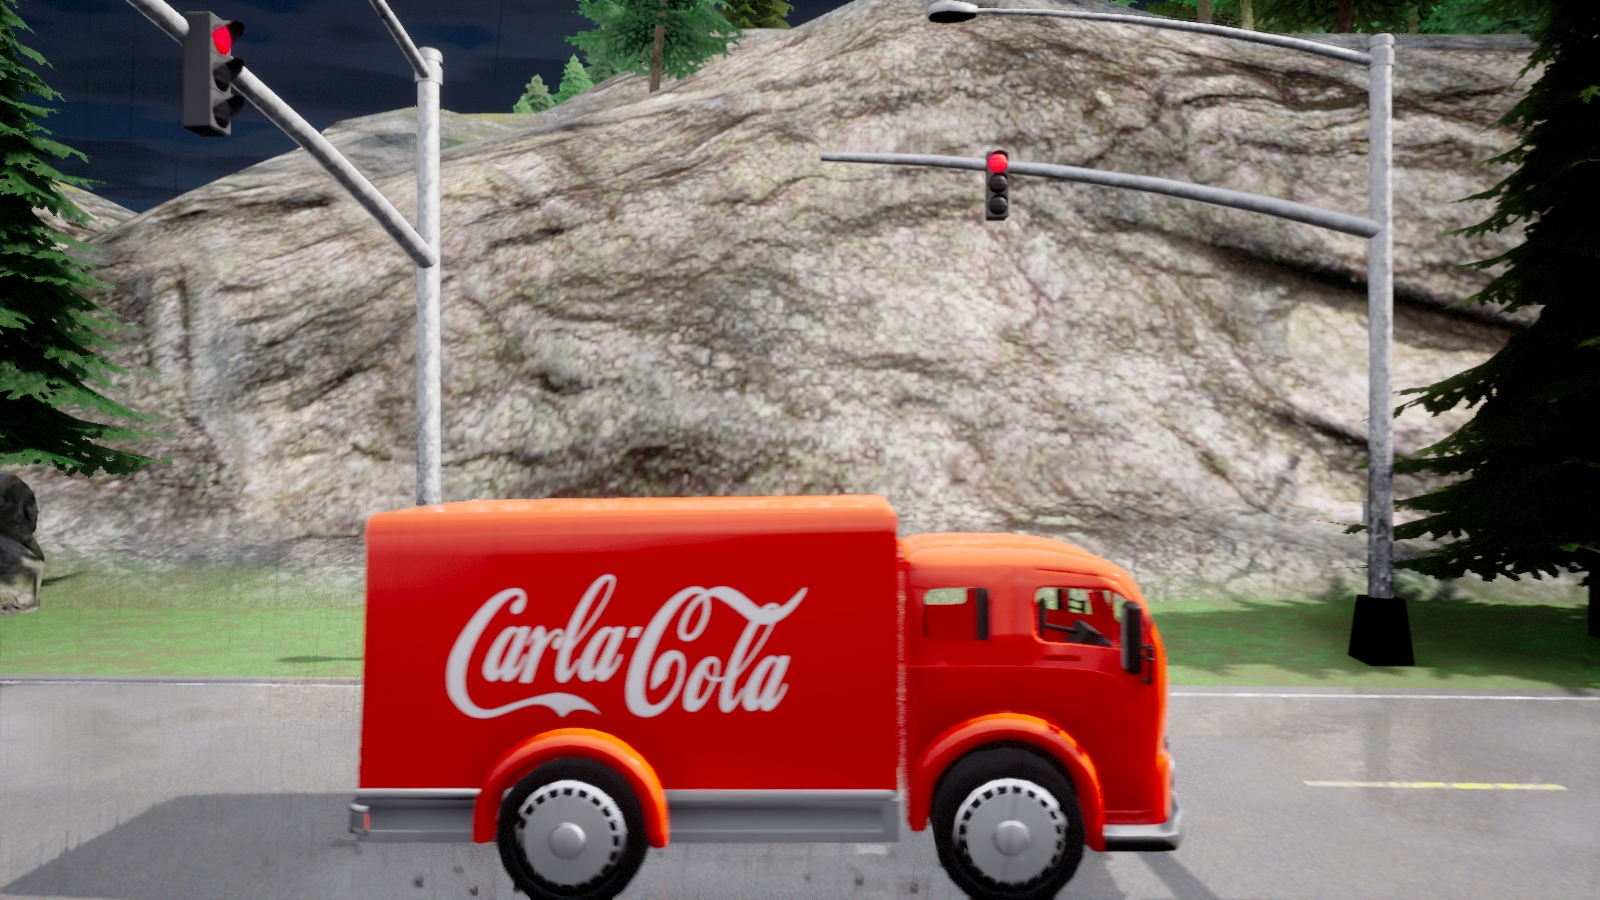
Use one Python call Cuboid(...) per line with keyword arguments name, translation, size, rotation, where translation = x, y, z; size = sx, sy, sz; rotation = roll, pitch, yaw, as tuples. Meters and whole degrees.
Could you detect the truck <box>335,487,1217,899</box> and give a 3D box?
Cuboid(name="truck", translation=(-0.125, 1.554, 8.060), size=(5.204, 2.467, 2.627), rotation=(0, 0, 3))
